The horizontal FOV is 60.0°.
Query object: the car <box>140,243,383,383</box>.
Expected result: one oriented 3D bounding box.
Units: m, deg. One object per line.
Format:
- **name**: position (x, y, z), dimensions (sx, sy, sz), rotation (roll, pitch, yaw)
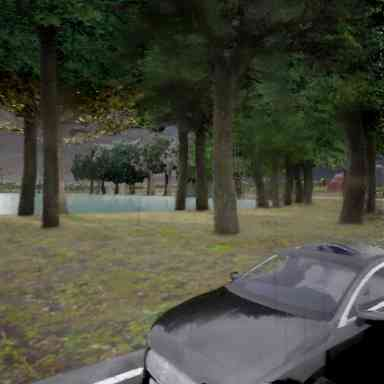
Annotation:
- **car**: position (1.730, 1.491, 4.258), dimensions (4.902, 1.511, 2.128), rotation (0, 0, -35)
